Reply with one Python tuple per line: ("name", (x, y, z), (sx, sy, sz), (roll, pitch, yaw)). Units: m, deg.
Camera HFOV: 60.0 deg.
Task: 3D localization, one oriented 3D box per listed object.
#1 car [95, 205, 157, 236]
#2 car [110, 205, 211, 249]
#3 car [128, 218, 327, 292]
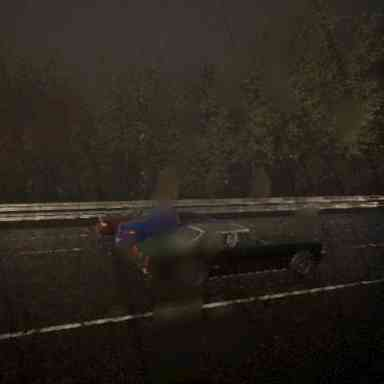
("car", (-1.534, 1.303, 14.932), (5.357, 1.411, 2.033), (-1, 1, -21))
("car", (-0.282, 1.339, 11.664), (4.674, 1.442, 1.812), (-1, 1, -21))
("car", (0.981, 1.462, 8.403), (4.718, 1.301, 1.895), (-1, 1, -21))
